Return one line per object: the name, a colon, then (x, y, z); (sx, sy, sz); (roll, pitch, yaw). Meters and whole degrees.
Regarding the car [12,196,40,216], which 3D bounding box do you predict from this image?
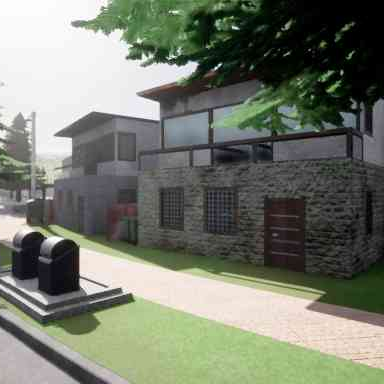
car: (-14.935, 1.494, 32.892); (5.008, 1.535, 1.882); (0, 0, -30)
